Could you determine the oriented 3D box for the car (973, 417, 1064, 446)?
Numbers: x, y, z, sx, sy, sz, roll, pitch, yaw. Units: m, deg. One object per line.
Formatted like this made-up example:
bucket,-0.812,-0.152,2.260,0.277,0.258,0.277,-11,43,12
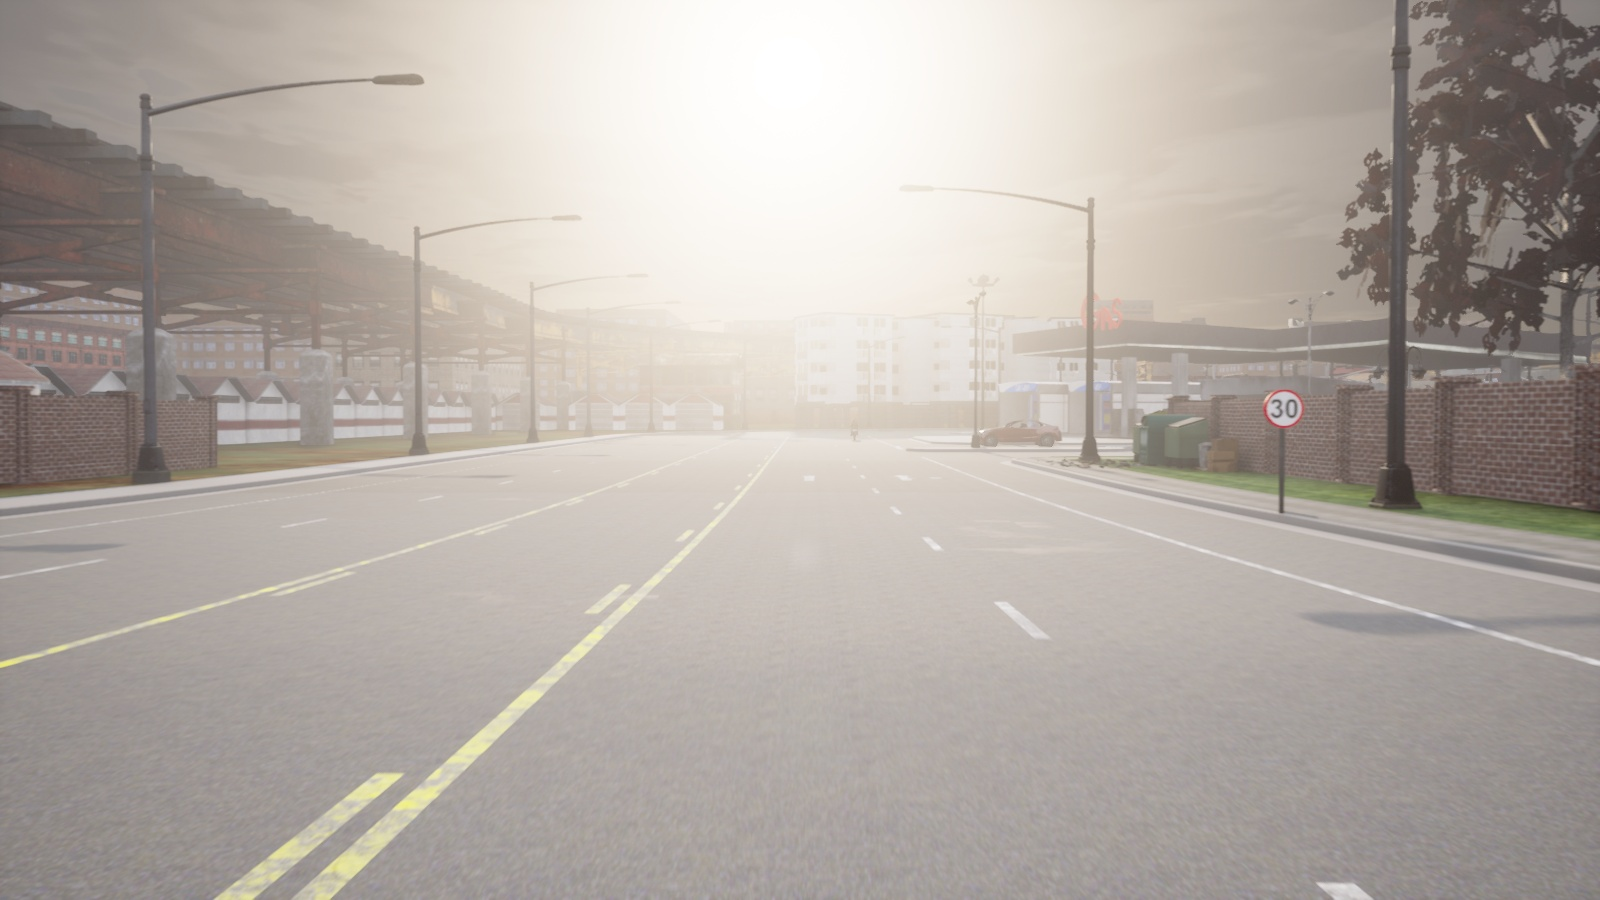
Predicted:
car,12.906,-1.107,74.344,5.027,1.651,2.152,0,2,0
